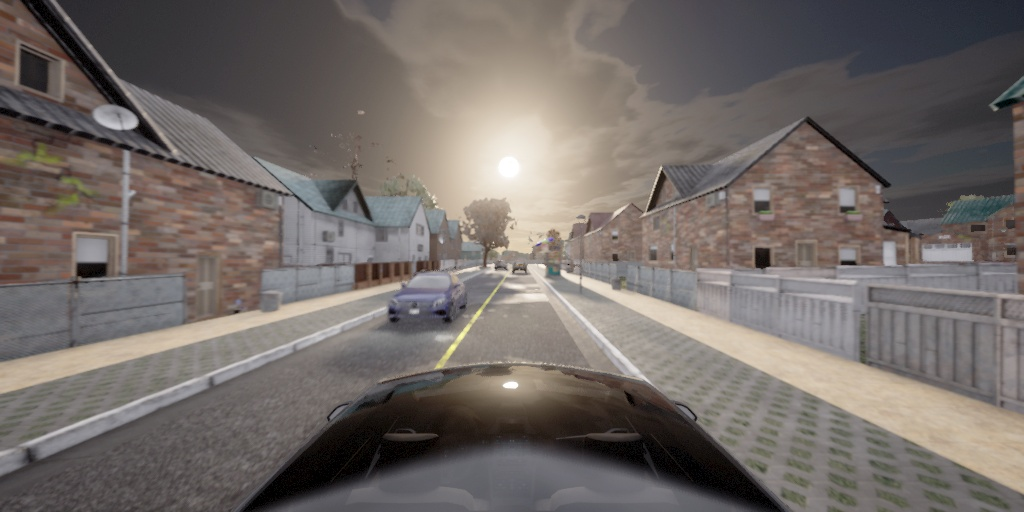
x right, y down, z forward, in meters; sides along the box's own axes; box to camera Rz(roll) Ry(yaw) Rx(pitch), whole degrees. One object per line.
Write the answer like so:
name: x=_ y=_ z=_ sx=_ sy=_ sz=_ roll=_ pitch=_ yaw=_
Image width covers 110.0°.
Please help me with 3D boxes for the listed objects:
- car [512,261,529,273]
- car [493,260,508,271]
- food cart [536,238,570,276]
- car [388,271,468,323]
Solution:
car: x=1.022 y=1.374 z=45.863 sx=1.837 sy=1.490 sz=4.892 roll=0 pitch=0 yaw=2
car: x=-1.653 y=1.402 z=53.435 sx=1.837 sy=1.490 sz=4.892 roll=0 pitch=0 yaw=2
food cart: x=3.693 y=0.286 z=32.978 sx=2.280 sy=3.560 sz=4.660 roll=0 pitch=0 yaw=1
car: x=-2.652 y=1.272 z=12.255 sx=1.812 sy=1.442 sz=4.674 roll=0 pitch=0 yaw=1
